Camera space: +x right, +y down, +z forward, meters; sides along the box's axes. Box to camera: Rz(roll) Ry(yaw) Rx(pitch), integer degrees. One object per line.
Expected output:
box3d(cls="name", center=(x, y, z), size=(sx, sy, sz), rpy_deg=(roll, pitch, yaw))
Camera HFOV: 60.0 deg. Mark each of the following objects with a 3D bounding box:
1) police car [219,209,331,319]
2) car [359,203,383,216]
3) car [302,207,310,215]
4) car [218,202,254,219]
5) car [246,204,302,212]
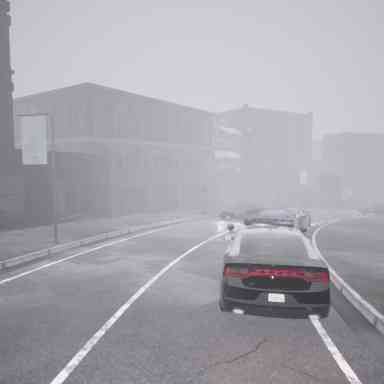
box3d(cls="police car", center=(1.744, 1.433, 7.673), size=(1.930, 1.638, 5.238), rpy_deg=(1, 0, 10))
box3d(cls="car", center=(22.472, 2.106, 40.390), size=(5.357, 1.411, 2.033), rpy_deg=(2, 3, -32))
box3d(cls="car", center=(6.614, 1.613, 21.857), size=(1.812, 1.442, 4.674), rpy_deg=(2, 1, 28))
box3d(cls="car", center=(3.971, 1.477, 26.411), size=(2.033, 1.411, 5.357), rpy_deg=(3, 1, 31))
box3d(cls="car", center=(4.255, 1.521, 16.688), size=(1.882, 1.535, 5.008), rpy_deg=(2, 0, 21))
